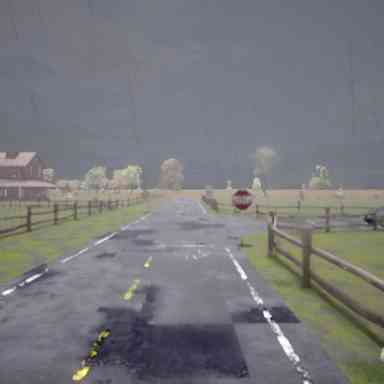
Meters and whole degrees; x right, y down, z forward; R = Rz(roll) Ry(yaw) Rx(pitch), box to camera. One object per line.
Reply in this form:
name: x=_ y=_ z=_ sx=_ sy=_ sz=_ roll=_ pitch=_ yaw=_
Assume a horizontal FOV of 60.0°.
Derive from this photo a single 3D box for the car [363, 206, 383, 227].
car: x=13.956 y=1.603 z=22.567 sx=4.181 sy=1.385 sz=1.994 roll=0 pitch=1 yaw=0
